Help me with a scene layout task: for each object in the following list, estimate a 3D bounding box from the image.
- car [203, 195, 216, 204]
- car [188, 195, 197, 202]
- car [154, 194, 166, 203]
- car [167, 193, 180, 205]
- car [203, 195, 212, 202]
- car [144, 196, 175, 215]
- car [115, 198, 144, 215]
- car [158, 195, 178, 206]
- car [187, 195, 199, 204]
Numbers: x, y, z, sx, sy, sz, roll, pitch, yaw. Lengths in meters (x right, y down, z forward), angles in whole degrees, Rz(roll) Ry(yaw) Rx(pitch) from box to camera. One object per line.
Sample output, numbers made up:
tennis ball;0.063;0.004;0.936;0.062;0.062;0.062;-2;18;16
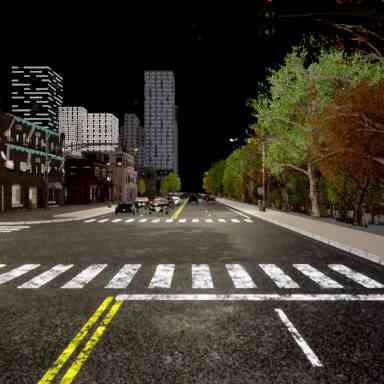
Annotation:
car;3.467;1.470;61.254;2.128;1.511;4.902;0;0;0
car;0.146;1.494;74.630;1.812;1.442;4.674;0;0;0
car;-6.382;1.325;67.012;2.097;1.767;4.553;0;0;0
car;-3.211;1.202;55.236;2.150;2.045;5.566;0;0;1
car;3.392;1.448;74.292;1.882;1.535;5.008;0;0;0
car;-3.275;1.481;34.270;2.128;1.511;4.902;0;0;0
car;-6.527;1.554;33.962;1.994;1.385;4.181;0;0;0
car;-3.248;1.490;44.511;1.837;1.490;4.892;0;0;0
car;0.219;1.479;61.455;1.837;1.490;4.892;0;-1;0
